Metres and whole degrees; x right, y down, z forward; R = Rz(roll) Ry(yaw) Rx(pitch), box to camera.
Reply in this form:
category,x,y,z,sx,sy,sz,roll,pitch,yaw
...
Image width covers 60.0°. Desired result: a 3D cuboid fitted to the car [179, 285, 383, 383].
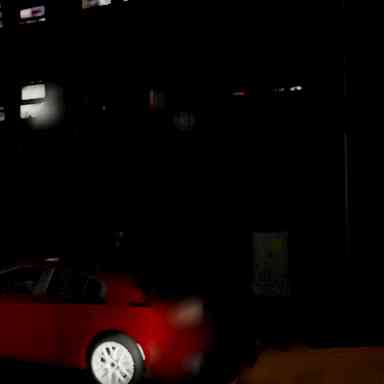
category,x,y,z,sx,sy,sz,roll,pitch,yaw
car,2.770,1.456,1.716,5.366,1.575,1.801,0,1,14

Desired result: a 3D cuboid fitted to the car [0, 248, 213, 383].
category,x,y,z,sx,sy,sz,roll,pitch,yaw
car,-1.892,1.492,4.720,4.507,1.381,1.887,0,-1,14
